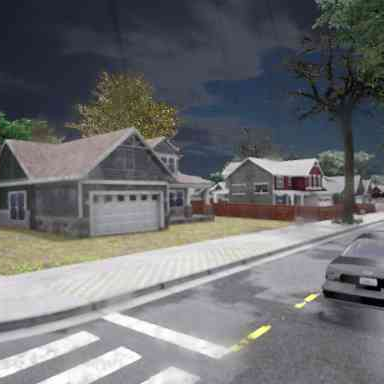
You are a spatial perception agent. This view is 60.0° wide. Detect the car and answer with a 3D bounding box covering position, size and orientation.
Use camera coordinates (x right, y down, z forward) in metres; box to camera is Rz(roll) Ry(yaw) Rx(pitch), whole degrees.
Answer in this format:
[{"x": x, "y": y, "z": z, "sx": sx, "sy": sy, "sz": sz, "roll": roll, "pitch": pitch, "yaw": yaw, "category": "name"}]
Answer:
[{"x": 4.711, "y": 1.659, "z": 7.838, "sx": 2.033, "sy": 1.411, "sz": 5.357, "roll": -2, "pitch": -2, "yaw": 39, "category": "car"}]
